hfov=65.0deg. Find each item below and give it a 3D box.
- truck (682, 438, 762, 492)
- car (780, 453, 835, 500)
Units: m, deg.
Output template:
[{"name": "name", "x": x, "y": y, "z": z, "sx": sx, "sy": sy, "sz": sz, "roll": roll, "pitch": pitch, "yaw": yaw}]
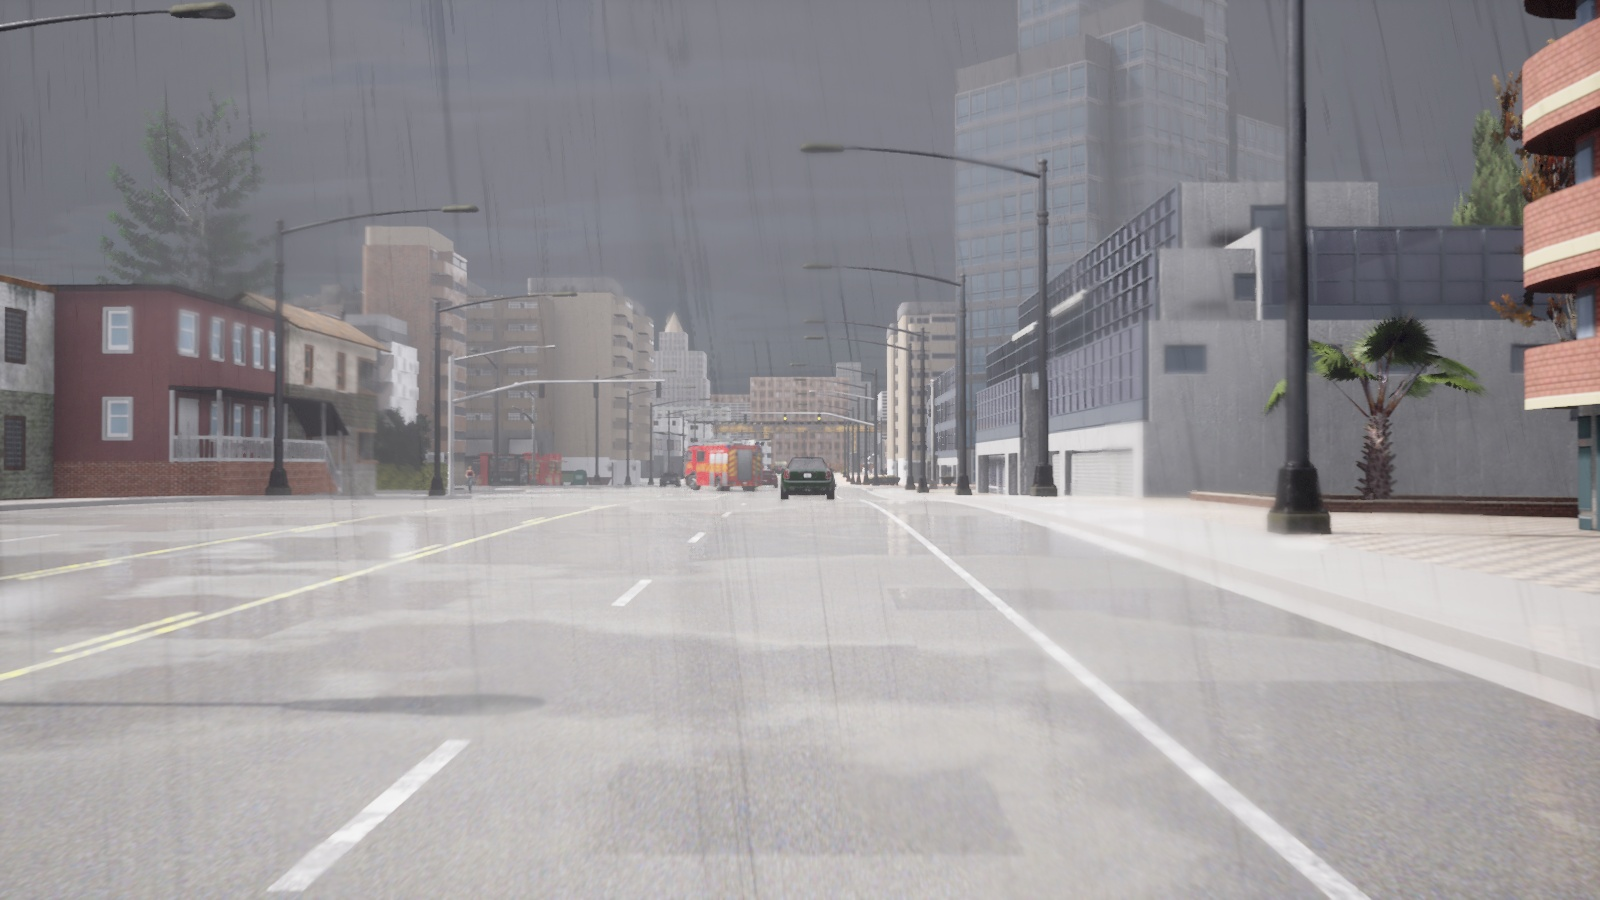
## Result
[{"name": "truck", "x": -5.964, "y": 1.133, "z": 94.160, "sx": 2.891, "sy": 3.827, "sz": 8.468, "roll": 1, "pitch": -1, "yaw": -27}, {"name": "car", "x": 0.297, "y": 1.095, "z": 49.910, "sx": 2.097, "sy": 1.767, "sz": 4.553, "roll": 0, "pitch": -2, "yaw": 0}]
